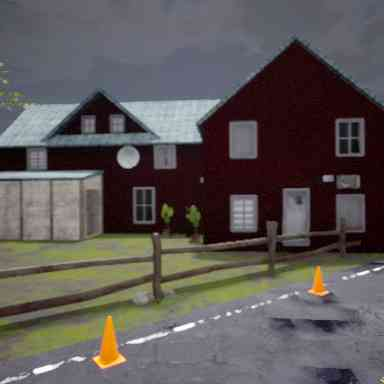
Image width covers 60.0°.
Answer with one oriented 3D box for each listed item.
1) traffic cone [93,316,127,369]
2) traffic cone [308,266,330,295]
[{"bbox_3d":[-1.103,1.964,4.465,0.340,0.580,0.340,0,0,-37],"label":"traffic cone"},{"bbox_3d":[2.852,1.961,7.477,0.340,0.580,0.340,0,0,-37],"label":"traffic cone"}]
